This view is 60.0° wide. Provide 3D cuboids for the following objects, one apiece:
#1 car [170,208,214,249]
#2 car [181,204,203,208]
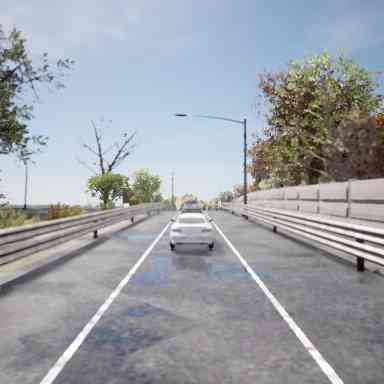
[{"bbox_3d":[-0.005,1.674,15.159,1.812,1.442,4.674,0,0,0],"label":"car"},{"bbox_3d":[-0.018,1.786,30.101,2.128,1.511,4.902,0,0,0],"label":"car"}]
